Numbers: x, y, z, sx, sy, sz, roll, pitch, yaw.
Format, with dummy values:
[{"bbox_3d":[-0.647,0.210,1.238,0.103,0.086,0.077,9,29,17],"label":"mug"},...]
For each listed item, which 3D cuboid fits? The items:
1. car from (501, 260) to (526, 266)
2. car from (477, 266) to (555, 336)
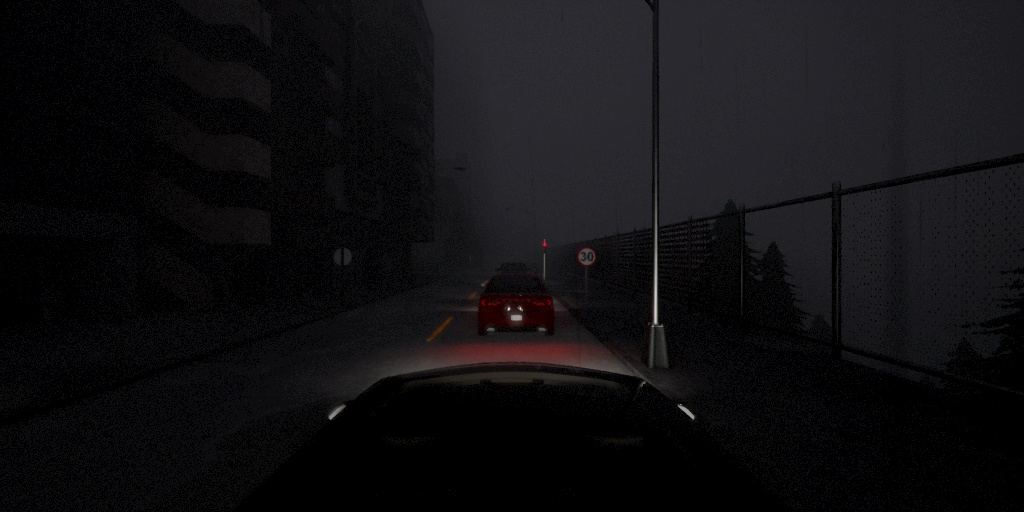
[{"bbox_3d":[0.090,1.102,20.851,2.097,1.767,4.553,0,0,0],"label":"car"},{"bbox_3d":[0.094,1.228,10.482,1.882,1.535,5.008,0,0,0],"label":"car"}]
